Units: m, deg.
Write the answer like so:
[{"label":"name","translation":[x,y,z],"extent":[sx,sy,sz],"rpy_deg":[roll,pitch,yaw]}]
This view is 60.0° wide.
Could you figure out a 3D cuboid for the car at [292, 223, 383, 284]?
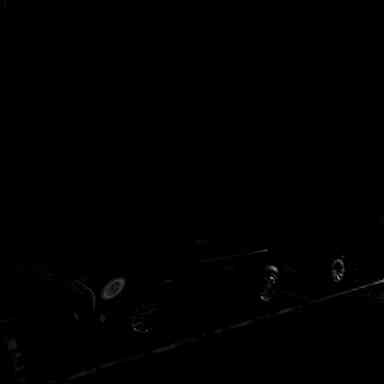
[{"label":"car","translation":[4.254,1.619,9.684],"extent":[4.313,1.339,1.947],"rpy_deg":[0,-1,-35]}]

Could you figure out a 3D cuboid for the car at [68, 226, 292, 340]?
[{"label":"car","translation":[-0.232,1.460,6.494],"extent":[4.097,1.590,1.967],"rpy_deg":[0,-1,-35]}]
